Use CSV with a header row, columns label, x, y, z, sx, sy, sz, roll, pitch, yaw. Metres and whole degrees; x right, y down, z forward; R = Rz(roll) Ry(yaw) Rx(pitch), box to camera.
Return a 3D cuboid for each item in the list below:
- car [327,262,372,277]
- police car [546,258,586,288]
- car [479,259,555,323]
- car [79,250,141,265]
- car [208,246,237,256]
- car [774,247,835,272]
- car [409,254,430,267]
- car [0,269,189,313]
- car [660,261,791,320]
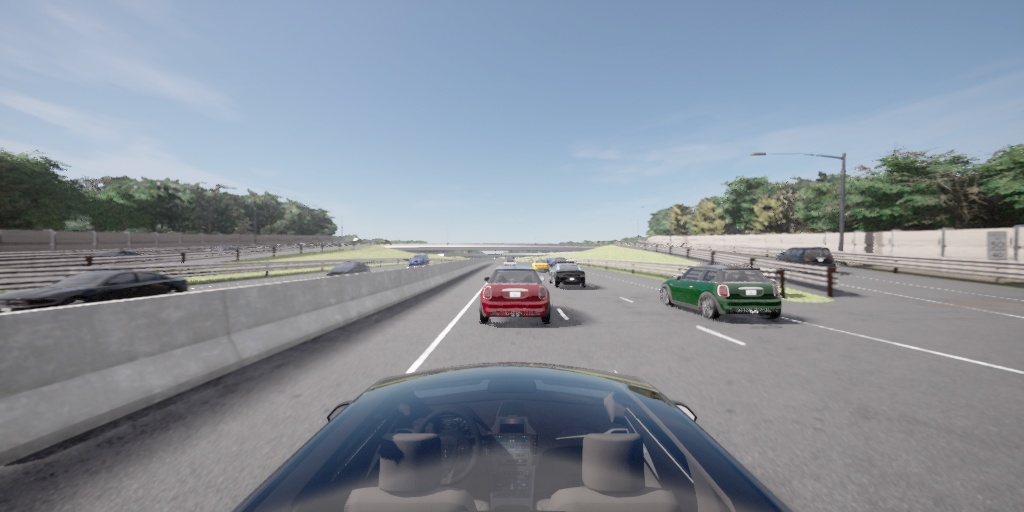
label,x,y,z,sx,sy,sz,roll,pitch,yaw
car,-14.187,1.217,31.673,2.033,1.411,5.357,0,0,0
police car,3.549,1.146,23.853,1.930,1.638,5.238,0,0,0
car,0.085,1.106,12.245,2.097,1.767,4.553,0,0,0
car,-36.116,0.263,32.382,1.837,1.490,4.892,0,2,-15
car,-40.392,-0.595,50.349,2.128,1.511,4.902,0,3,-12
car,23.551,0.257,29.093,2.150,2.045,5.566,0,3,16
car,-14.296,0.762,55.886,2.150,2.045,5.566,0,0,-1
car,-14.114,1.234,12.498,1.882,1.535,5.008,0,0,0
car,7.085,1.105,12.752,2.097,1.767,4.553,0,0,0
